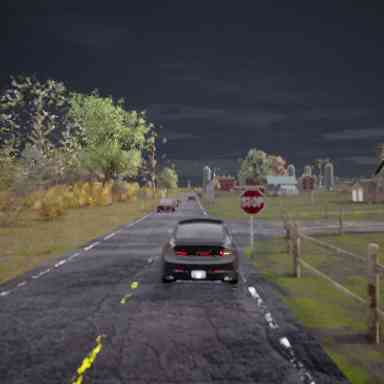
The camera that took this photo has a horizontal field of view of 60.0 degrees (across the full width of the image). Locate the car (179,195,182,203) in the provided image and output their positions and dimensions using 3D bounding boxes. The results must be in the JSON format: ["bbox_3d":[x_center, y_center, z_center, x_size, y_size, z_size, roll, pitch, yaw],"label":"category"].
[{"bbox_3d":[-2.854,1.399,48.050,2.128,1.511,4.902,0,0,0],"label":"car"}]

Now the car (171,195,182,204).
[{"bbox_3d":[-2.814,1.368,62.329,1.837,1.490,4.892,0,0,1],"label":"car"}]

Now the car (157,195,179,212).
[{"bbox_3d":[-2.860,1.413,37.661,1.882,1.535,5.008,0,0,0],"label":"car"}]

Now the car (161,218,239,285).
[{"bbox_3d":[0.280,1.493,9.464,1.837,1.490,4.892,0,0,3],"label":"car"}]

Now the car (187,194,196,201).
[{"bbox_3d":[-0.028,1.308,77.867,1.837,1.490,4.892,0,0,0],"label":"car"}]
